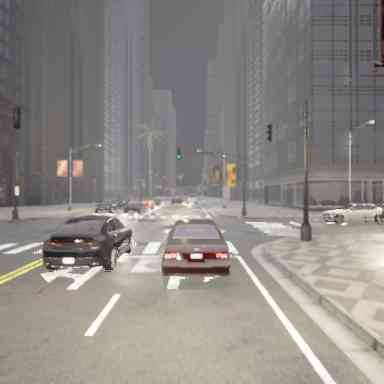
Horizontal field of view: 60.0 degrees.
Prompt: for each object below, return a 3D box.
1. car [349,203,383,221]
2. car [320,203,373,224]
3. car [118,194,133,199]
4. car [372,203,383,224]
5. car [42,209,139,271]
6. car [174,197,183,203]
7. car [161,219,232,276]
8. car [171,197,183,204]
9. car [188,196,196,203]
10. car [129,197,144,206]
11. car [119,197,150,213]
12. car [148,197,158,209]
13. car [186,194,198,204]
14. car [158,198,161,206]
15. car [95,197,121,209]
[{"bbox_3d":[15.186,1.566,26.568,4.313,1.339,1.947,0,0,-1],"label":"car"},{"bbox_3d":[11.636,1.514,23.754,4.674,1.442,1.812,0,-1,-1],"label":"car"},{"bbox_3d":[-9.815,1.362,48.556,2.150,2.045,5.566,0,0,0],"label":"car"},{"bbox_3d":[14.385,1.458,20.742,4.892,1.490,1.837,-1,-1,1],"label":"car"},{"bbox_3d":[-3.149,1.513,10.897,1.837,1.490,4.892,0,0,0],"label":"car"},{"bbox_3d":[-3.247,1.852,79.146,1.994,1.385,4.181,0,0,0],"label":"car"},{"bbox_3d":[0.100,1.555,10.304,2.033,1.411,5.357,0,0,0],"label":"car"},{"bbox_3d":[-3.246,1.721,68.663,1.882,1.535,5.008,0,0,0],"label":"car"},{"bbox_3d":[0.004,1.777,79.028,1.882,1.535,5.008,0,0,0],"label":"car"},{"bbox_3d":[-9.748,1.716,58.903,1.812,1.442,4.674,0,0,0],"label":"car"},{"bbox_3d":[-6.593,1.647,38.650,2.033,1.411,5.357,0,0,0],"label":"car"},{"bbox_3d":[-6.568,1.489,47.932,2.097,1.767,4.553,0,0,0],"label":"car"},{"bbox_3d":[0.004,1.464,68.450,2.150,2.045,5.566,0,0,0],"label":"car"},{"bbox_3d":[-6.497,1.678,58.009,2.128,1.511,4.902,0,0,0],"label":"car"},{"bbox_3d":[-9.873,1.604,38.537,1.837,1.490,4.892,0,0,-2],"label":"car"}]
